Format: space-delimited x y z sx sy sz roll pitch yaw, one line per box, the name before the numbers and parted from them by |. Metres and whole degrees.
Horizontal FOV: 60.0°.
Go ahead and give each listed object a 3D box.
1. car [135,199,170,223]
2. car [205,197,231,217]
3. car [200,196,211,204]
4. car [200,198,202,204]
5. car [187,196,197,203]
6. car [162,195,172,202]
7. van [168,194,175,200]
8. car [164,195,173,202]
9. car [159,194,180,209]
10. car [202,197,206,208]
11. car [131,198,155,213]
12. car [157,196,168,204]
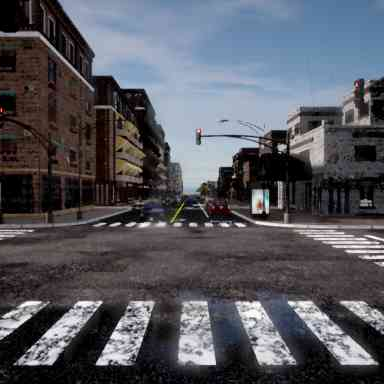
car | -3.021 1.550 26.204 2.033 1.411 5.357 0 0 -3
car | 2.623 1.446 31.825 1.967 1.590 4.097 0 0 0
car | 2.559 1.591 66.006 2.008 1.369 4.403 -1 0 0
car | 2.591 1.571 48.916 2.008 1.369 4.403 0 0 0
car | -0.045 1.593 70.279 2.033 1.411 5.357 0 0 0
car | -5.846 1.497 77.370 1.967 1.590 4.097 0 0 0
van | -5.879 1.430 94.460 1.690 1.788 3.998 -1 0 0
car | -5.855 1.592 82.897 1.752 1.417 4.829 -1 0 0
car | -3.184 1.238 45.705 2.150 2.045 5.566 0 0 0
car | 2.602 1.597 43.219 1.802 1.307 4.206 0 0 0
car | -5.767 1.561 37.494 2.008 1.369 4.403 0 0 0
car | -5.822 1.565 65.807 1.752 1.417 4.829 0 0 0
